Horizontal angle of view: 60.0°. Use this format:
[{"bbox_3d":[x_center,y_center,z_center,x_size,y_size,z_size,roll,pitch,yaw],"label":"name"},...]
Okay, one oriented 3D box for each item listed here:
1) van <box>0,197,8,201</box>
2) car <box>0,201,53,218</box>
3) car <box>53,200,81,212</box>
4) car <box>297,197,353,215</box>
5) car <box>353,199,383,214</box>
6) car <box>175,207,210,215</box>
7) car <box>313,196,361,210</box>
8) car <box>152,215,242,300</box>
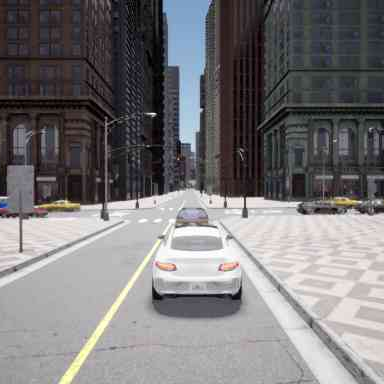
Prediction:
[{"bbox_3d":[-20.962,1.457,38.640,3.998,1.788,1.690,-1,1,0],"label":"van"},{"bbox_3d":[-15.286,1.728,30.110,4.206,1.307,1.802,-1,1,0],"label":"car"},{"bbox_3d":[-15.450,1.585,38.634,4.829,1.417,1.752,-1,1,0],"label":"car"},{"bbox_3d":[11.682,1.419,30.057,4.313,1.339,1.947,-1,1,0],"label":"car"},{"bbox_3d":[17.061,1.342,30.046,4.403,1.369,2.008,-1,1,0],"label":"car"},{"bbox_3d":[0.028,1.533,17.837,2.033,1.411,5.357,0,0,1],"label":"car"},{"bbox_3d":[16.731,1.233,38.571,4.829,1.417,1.752,-1,1,0],"label":"car"},{"bbox_3d":[0.099,1.521,8.247,1.812,1.442,4.674,0,0,0],"label":"car"}]
